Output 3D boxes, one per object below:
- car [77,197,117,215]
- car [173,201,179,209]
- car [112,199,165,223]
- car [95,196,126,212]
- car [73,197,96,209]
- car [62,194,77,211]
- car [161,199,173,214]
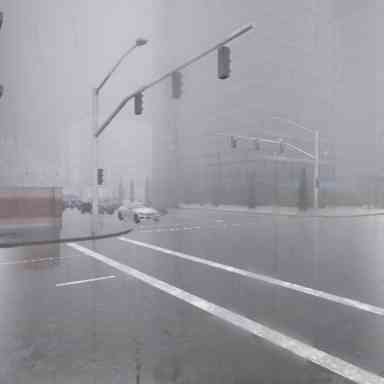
[{"bbox_3d":[-9.476,1.352,33.222,2.097,1.767,4.553,0,0,-36],"label":"car"},{"bbox_3d":[-3.672,1.601,43.488,1.895,1.301,4.718,0,0,-36],"label":"car"},{"bbox_3d":[-4.250,1.526,25.923,1.812,1.442,4.674,0,0,-36],"label":"car"},{"bbox_3d":[-9.740,1.352,39.598,2.097,1.767,4.553,0,0,-36],"label":"car"},{"bbox_3d":[-15.370,1.526,47.479,1.812,1.442,4.674,0,0,-35],"label":"car"},{"bbox_3d":[-15.671,1.221,41.870,2.150,2.045,5.566,0,0,-36],"label":"car"},{"bbox_3d":[-4.360,1.547,32.085,2.033,1.411,5.357,0,0,-36],"label":"car"}]
